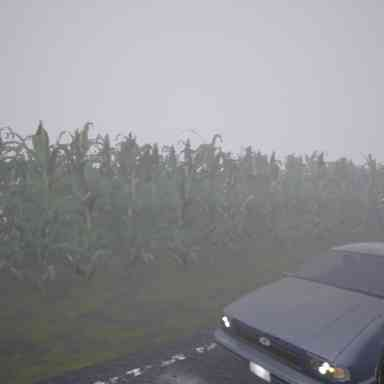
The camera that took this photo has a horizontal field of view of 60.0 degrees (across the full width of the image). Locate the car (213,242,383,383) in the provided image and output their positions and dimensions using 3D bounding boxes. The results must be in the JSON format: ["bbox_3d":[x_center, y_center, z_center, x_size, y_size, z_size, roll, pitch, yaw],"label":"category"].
[{"bbox_3d":[2.897,1.545,5.135,5.357,1.411,2.033,0,0,-36],"label":"car"}]
